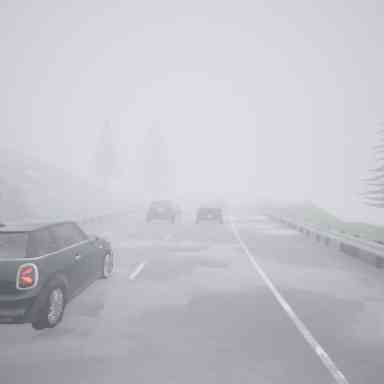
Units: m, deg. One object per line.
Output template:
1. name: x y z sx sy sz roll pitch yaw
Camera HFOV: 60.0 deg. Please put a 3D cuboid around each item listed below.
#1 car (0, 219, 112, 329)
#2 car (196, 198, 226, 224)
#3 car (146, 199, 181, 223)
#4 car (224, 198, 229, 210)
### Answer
1. car: -3.225 1.347 7.111 2.097 1.767 4.553 0 0 1
2. car: 1.379 1.477 24.953 1.882 1.535 5.008 0 0 5
3. car: -2.072 1.346 25.580 2.097 1.767 4.553 0 0 5
4. car: 3.670 1.505 42.931 2.163 1.488 4.792 0 0 9
